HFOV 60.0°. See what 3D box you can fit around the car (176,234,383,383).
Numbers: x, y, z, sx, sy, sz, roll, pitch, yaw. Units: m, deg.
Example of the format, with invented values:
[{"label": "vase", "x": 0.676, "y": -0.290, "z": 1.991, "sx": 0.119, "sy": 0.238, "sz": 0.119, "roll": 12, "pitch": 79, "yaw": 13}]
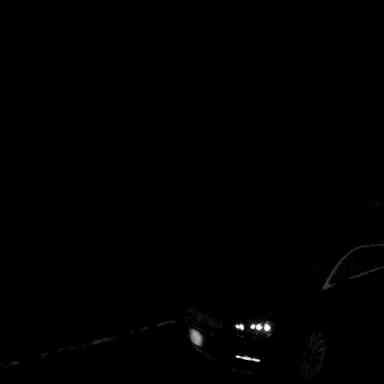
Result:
[{"label": "car", "x": 2.049, "y": 1.500, "z": 5.452, "sx": 4.902, "sy": 1.511, "sz": 2.128, "roll": 0, "pitch": 0, "yaw": -35}]
